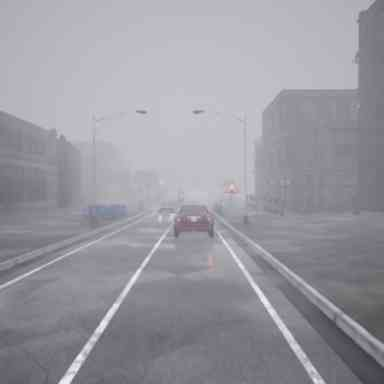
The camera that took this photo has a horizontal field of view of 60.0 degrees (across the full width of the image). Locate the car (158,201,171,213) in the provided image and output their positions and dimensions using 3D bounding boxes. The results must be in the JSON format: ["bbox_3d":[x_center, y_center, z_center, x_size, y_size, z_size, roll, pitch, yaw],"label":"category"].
[{"bbox_3d":[-3.001,1.835,40.862,2.033,1.411,5.357,0,0,0],"label":"car"}]

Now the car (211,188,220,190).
[{"bbox_3d":[8.116,0.503,92.692,4.553,1.767,2.185,0,2,-1],"label":"car"}]

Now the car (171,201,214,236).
[{"bbox_3d":[0.099,1.459,18.955,2.097,1.767,4.553,0,-1,0],"label":"car"}]

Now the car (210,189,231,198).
[{"bbox_3d":[8.025,0.819,87.185,5.366,1.575,1.946,0,2,-1],"label":"car"}]

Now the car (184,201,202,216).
[{"bbox_3d":[0.107,1.763,36.098,1.837,1.490,4.892,0,-1,0],"label":"car"}]

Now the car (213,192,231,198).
[{"bbox_3d":[8.183,0.764,89.944,4.674,1.452,2.002,0,2,-1],"label":"car"}]
